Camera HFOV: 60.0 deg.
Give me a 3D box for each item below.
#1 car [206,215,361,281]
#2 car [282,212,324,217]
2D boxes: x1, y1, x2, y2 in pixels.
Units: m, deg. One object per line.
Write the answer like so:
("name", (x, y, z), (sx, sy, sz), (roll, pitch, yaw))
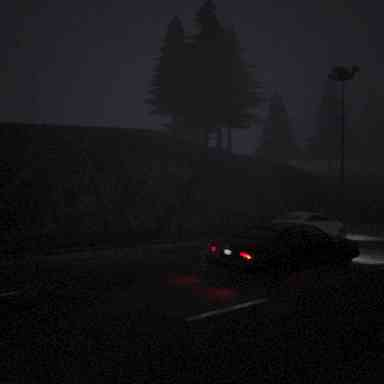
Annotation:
("car", (2.964, 1.650, 10.174), (5.357, 1.411, 2.033), (1, -1, -36))
("car", (5.766, 1.700, 16.493), (4.674, 1.442, 1.812), (1, 0, -36))
